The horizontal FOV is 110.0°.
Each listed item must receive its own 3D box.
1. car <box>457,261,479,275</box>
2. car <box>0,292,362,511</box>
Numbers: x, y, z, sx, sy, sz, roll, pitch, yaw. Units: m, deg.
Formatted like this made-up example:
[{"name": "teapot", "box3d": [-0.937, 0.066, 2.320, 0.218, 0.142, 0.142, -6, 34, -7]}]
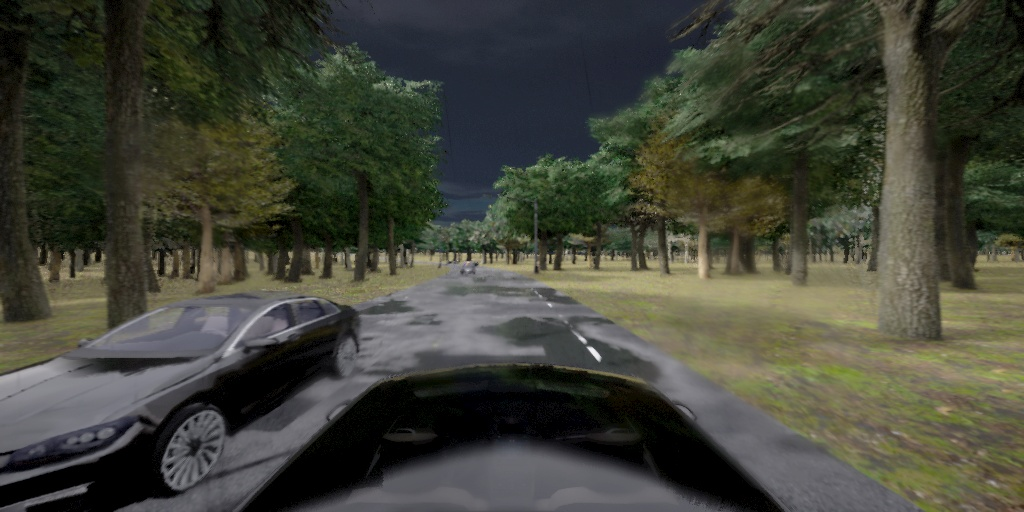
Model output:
[{"name": "car", "box3d": [-5.597, 1.670, 46.141, 2.128, 1.511, 4.902, 0, 0, -5]}, {"name": "car", "box3d": [-3.622, 1.268, 4.564, 2.128, 1.511, 4.902, 0, -1, 0]}]
